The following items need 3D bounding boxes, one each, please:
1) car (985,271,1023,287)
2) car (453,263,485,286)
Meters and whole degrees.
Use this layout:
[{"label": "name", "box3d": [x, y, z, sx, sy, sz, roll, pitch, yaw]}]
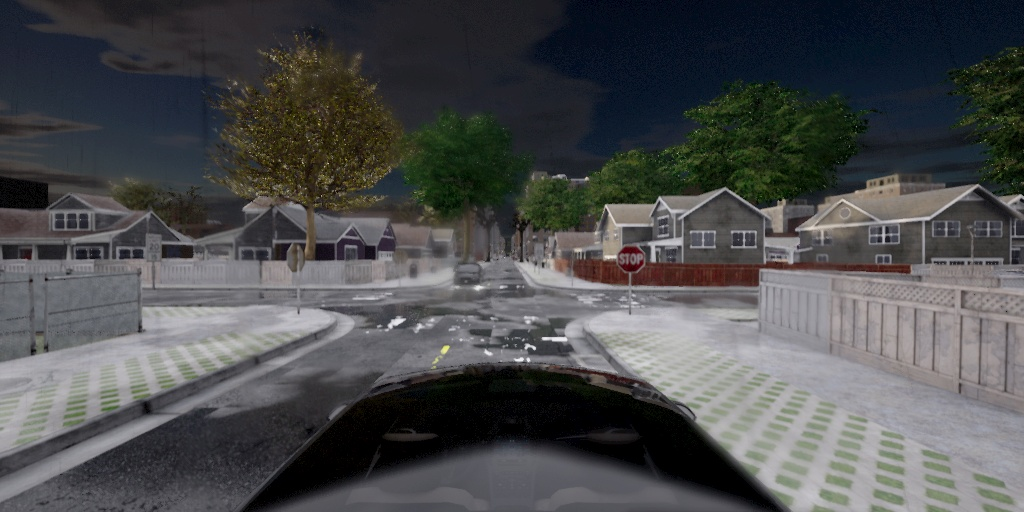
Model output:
[{"label": "car", "box3d": [25.404, 1.449, 18.025, 4.181, 1.385, 1.994, 0, 0, 0]}, {"label": "car", "box3d": [-2.954, 1.278, 25.245, 1.837, 1.490, 4.892, 0, 2, 0]}]
